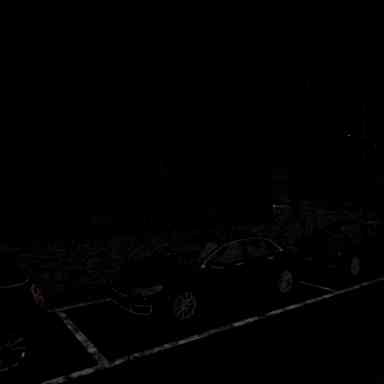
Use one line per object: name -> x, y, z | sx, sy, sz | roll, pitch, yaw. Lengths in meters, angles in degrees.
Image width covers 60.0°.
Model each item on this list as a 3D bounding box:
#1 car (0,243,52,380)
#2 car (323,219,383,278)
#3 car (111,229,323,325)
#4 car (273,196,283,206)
car -> -3.945, 1.440, 3.838 | 4.097, 1.590, 1.967 | 0, 0, -35
car -> 4.946, 1.543, 10.169 | 4.507, 1.381, 1.887 | 0, 0, -35
car -> 0.501, 1.550, 7.003 | 4.403, 1.369, 2.008 | 0, 0, -35
car -> 9.290, 0.923, 42.604 | 1.882, 1.535, 5.008 | 0, 1, -36
